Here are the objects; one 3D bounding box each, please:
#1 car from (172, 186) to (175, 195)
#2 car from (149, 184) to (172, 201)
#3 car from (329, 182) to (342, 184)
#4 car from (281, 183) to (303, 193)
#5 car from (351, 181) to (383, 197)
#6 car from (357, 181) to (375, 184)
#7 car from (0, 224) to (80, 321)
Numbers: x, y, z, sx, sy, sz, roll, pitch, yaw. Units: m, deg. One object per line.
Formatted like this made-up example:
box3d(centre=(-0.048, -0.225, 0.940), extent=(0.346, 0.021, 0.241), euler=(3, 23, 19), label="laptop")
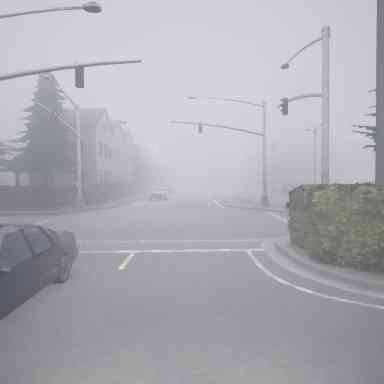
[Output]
box3d(centre=(-3.740, -0.418, 50.231), extent=(2.097, 1.767, 4.553), euler=(-1, 2, 0), label="car")
box3d(centre=(-3.717, 0.140, 37.804), extent=(1.882, 1.535, 5.008), euler=(-1, 2, 0), label="car")
box3d(centre=(25.304, -1.048, 59.525), extent=(2.152, 1.636, 5.027), euler=(-1, 2, 0), label="car")
box3d(centre=(15.266, -0.542, 52.112), extent=(2.007, 1.523, 4.514), euler=(-1, 2, 0), label="car")
box3d(centre=(22.259, -0.469, 42.135), extent=(1.932, 1.855, 4.605), euler=(-1, 2, 0), label="car")
box3d(centre=(19.015, -0.182, 34.254), extent=(1.905, 1.878, 3.866), euler=(-1, 2, 0), label="car")
box3d(centre=(-3.627, 1.322, 5.823), extent=(2.033, 1.411, 5.357), euler=(0, 2, 0), label="car")
